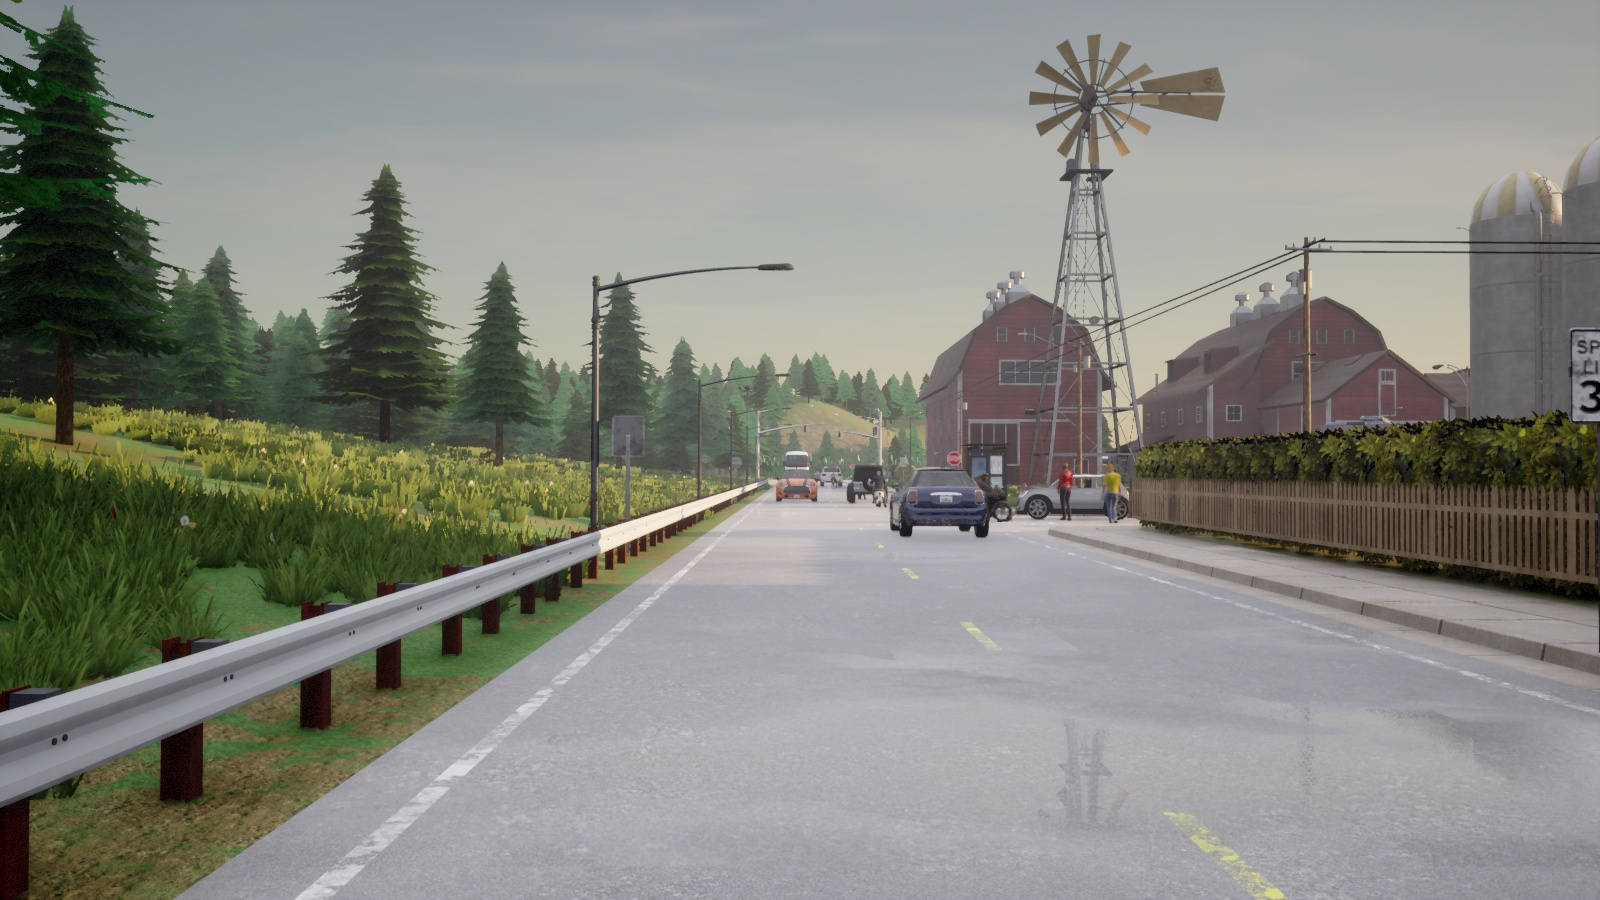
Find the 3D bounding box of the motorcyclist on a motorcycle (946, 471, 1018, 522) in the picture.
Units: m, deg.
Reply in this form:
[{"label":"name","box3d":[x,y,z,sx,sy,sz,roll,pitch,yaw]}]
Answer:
[{"label":"motorcyclist on a motorcycle","box3d":[5.555,1.418,38.367,2.044,1.523,0.797,-1,-3,22]}]

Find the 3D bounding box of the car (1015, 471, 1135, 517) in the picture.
[{"label":"car","box3d":[9.100,1.444,41.811,3.806,1.475,1.970,0,-1,10]}]

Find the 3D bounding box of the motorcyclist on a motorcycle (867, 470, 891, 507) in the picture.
[{"label":"motorcyclist on a motorcycle","box3d":[3.411,1.666,54.393,0.866,1.590,1.817,0,-1,-1]}]

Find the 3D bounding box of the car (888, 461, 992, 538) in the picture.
[{"label":"car","box3d":[3.426,1.187,31.525,2.097,1.767,4.553,0,-1,0]}]

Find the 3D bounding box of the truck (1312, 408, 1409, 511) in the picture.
[{"label":"truck","box3d":[22.981,0.416,51.205,2.891,3.827,8.468,-1,-1,29]}]

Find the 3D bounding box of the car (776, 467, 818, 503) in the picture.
[{"label":"car","box3d":[-0.153,1.745,63.978,2.097,1.767,4.553,0,-1,0]}]

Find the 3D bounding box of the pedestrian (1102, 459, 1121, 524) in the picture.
[{"label":"pedestrian","box3d":[8.847,1.169,35.691,0.354,1.836,0.706,0,-1,0]}]

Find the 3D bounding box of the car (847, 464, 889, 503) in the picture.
[{"label":"car","box3d":[3.354,1.646,62.623,1.905,1.878,3.866,0,-1,0]}]

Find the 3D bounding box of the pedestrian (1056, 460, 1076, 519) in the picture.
[{"label":"pedestrian","box3d":[8.374,1.229,39.538,0.331,1.846,0.636,0,-1,-15]}]
